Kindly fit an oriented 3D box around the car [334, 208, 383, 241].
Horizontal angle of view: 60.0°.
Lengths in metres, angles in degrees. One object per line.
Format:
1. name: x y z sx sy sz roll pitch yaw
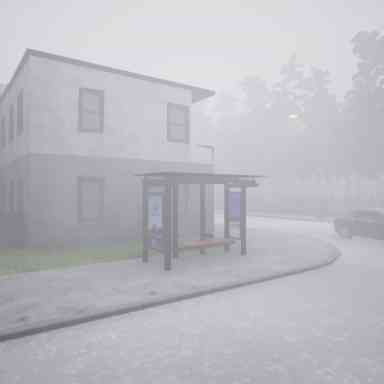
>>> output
1. car: 8.530 1.505 14.691 1.837 1.490 4.892 1 -1 -20
